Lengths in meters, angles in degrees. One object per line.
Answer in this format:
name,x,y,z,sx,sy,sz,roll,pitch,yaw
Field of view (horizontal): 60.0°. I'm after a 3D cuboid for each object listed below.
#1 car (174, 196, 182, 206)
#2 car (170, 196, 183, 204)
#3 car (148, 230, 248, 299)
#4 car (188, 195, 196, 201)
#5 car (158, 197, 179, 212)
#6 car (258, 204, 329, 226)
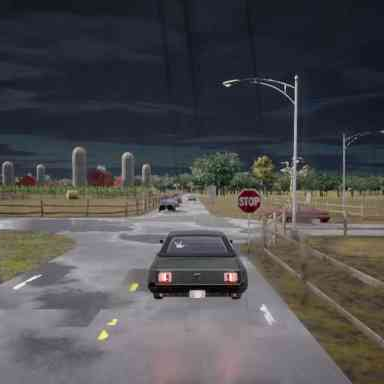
car,-2.817,1.516,48.246,1.994,1.385,4.181,0,0,0
car,-2.779,1.474,61.620,2.033,1.411,5.357,0,0,1
car,0.107,1.597,8.361,1.895,1.301,4.718,0,0,0
car,0.040,1.439,78.602,1.994,1.385,4.181,0,0,0
car,-2.784,1.570,38.173,1.895,1.301,4.718,0,0,-1
car,7.368,1.606,24.382,5.008,1.535,1.882,1,1,7
